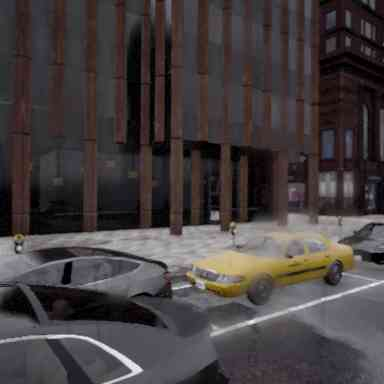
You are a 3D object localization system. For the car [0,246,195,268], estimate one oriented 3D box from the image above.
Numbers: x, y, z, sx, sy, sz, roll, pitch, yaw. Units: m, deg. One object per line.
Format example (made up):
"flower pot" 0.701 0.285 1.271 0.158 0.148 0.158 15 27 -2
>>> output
"car" -2.314 1.575 5.000 4.313 1.339 1.947 1 0 -36

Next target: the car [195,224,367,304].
"car" 2.133 1.587 8.179 4.829 1.417 1.752 1 0 -36

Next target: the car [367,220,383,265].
"car" 6.855 1.684 11.556 4.313 1.339 1.947 1 0 -36

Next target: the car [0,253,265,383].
"car" -1.970 1.499 1.971 4.892 1.490 1.837 1 0 -36
